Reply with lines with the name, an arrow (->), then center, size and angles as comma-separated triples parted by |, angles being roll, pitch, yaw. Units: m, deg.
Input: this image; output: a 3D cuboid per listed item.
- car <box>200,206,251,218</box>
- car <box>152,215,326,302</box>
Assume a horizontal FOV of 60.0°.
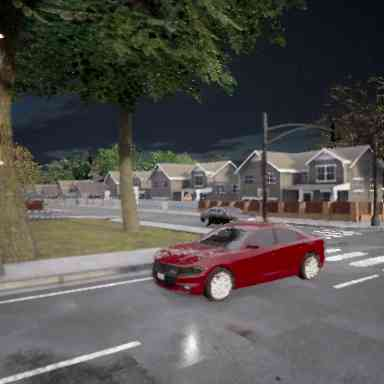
car -> 2.555, 1.803, 23.899 | 2.128, 1.511, 4.902 | -1, 0, -35
car -> 1.372, 1.535, 8.534 | 5.008, 1.535, 1.882 | 0, 0, -36
